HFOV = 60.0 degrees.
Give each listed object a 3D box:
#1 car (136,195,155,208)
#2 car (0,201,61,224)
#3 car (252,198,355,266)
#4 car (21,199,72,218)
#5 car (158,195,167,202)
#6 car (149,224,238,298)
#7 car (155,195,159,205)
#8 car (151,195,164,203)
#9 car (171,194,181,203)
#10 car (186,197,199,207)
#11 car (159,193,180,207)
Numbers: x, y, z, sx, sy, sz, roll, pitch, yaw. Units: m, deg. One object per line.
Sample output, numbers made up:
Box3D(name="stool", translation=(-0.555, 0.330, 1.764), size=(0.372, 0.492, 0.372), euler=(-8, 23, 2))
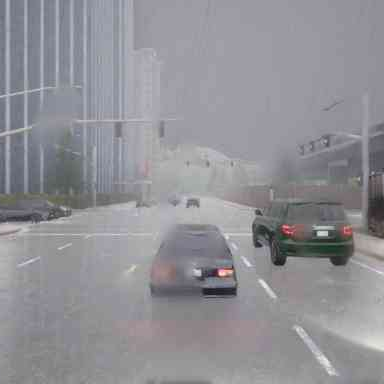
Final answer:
Box3D(name="car", translation=(-7.075, 1.504, 48.942), size=(1.837, 1.490, 4.892), euler=(0, 0, 0))
Box3D(name="car", translation=(-12.518, 1.615, 25.030), size=(4.181, 1.385, 1.994), euler=(0, 0, 0))
Box3D(name="car", translation=(3.575, 1.221, 11.716), size=(2.150, 2.045, 5.566), euler=(0, 0, 1))
Box3D(name="car", translation=(-12.824, 1.404, 28.801), size=(4.553, 1.767, 2.097), euler=(0, 0, -4))
Box3D(name="car", translation=(-6.974, 1.516, 78.309), size=(1.812, 1.442, 4.674), euler=(0, 0, 0))
Box3D(name="car", translation=(0.058, 1.547, 8.683), size=(2.033, 1.411, 5.357), euler=(0, 0, 1))
Box3D(name="car", translation=(-7.059, 1.352, 58.134), size=(2.097, 1.767, 4.553), euler=(0, 0, 0))
Box3D(name="car", translation=(-6.990, 1.491, 68.071), size=(2.128, 1.511, 4.902), euler=(0, 0, 0))
Box3D(name="car", translation=(-3.475, 1.355, 72.598), size=(2.097, 1.767, 4.553), euler=(0, 0, 0))
Box3D(name="car", translation=(0.117, 1.504, 50.086), size=(1.837, 1.490, 4.892), euler=(0, 0, 0))
Box3D(name="car", translation=(-3.570, 1.221, 52.869), size=(2.150, 2.045, 5.566), euler=(0, 0, 0))
